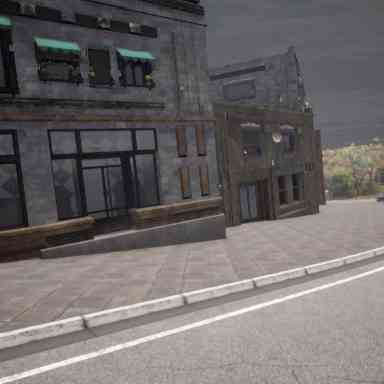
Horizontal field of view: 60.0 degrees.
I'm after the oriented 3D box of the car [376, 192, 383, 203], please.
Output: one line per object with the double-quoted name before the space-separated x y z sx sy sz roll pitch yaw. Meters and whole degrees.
"car" 31.930 0.801 54.010 2.097 1.767 4.553 -5 -2 4
